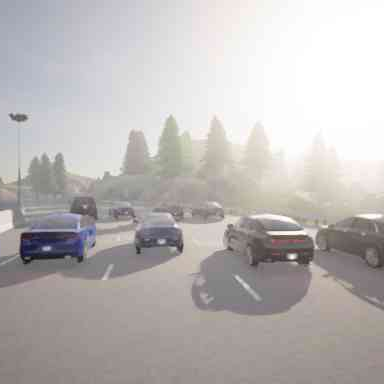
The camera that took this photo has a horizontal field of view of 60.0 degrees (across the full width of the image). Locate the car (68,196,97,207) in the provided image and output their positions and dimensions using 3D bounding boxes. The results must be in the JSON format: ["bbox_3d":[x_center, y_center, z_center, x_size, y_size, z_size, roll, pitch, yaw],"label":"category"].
[{"bbox_3d":[-9.812,1.372,29.860,2.150,2.045,5.566,0,0,-23],"label":"car"}]

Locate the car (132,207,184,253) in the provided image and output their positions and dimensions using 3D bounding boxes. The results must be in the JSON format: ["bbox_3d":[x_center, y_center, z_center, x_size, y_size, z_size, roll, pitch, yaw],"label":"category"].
[{"bbox_3d":[-1.476,1.579,13.956,1.812,1.442,4.674,0,0,-10],"label":"car"}]

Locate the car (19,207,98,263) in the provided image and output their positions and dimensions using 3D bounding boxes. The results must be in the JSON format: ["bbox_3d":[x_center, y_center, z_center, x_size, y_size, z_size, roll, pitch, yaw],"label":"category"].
[{"bbox_3d":[-4.723,1.544,12.340,1.882,1.535,5.008,0,0,-9],"label":"car"}]

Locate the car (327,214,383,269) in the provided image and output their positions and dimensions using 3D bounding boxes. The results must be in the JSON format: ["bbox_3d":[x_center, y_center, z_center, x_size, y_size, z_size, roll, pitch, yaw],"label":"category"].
[{"bbox_3d":[6.009,1.509,11.247,1.837,1.490,4.892,0,0,-7],"label":"car"}]

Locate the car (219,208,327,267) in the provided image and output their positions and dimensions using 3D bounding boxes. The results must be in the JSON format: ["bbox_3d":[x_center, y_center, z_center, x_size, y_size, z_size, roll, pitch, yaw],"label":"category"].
[{"bbox_3d":[2.450,1.531,11.580,1.837,1.490,4.892,0,0,-8],"label":"car"}]

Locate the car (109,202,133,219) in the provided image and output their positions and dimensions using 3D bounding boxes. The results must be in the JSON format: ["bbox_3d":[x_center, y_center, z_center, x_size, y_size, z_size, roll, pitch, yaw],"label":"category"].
[{"bbox_3d":[-6.554,1.662,30.991,1.812,1.442,4.674,0,0,-22],"label":"car"}]

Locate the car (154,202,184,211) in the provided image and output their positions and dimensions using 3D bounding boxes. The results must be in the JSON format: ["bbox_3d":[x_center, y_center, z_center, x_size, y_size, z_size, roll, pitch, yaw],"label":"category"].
[{"bbox_3d":[-2.168,1.599,29.393,2.128,1.511,4.902,0,0,-20],"label":"car"}]

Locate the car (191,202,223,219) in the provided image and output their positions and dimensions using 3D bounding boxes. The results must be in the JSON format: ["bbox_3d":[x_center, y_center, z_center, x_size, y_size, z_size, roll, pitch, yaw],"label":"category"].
[{"bbox_3d":[1.418,1.615,29.810,1.812,1.442,4.674,0,0,-19],"label":"car"}]
